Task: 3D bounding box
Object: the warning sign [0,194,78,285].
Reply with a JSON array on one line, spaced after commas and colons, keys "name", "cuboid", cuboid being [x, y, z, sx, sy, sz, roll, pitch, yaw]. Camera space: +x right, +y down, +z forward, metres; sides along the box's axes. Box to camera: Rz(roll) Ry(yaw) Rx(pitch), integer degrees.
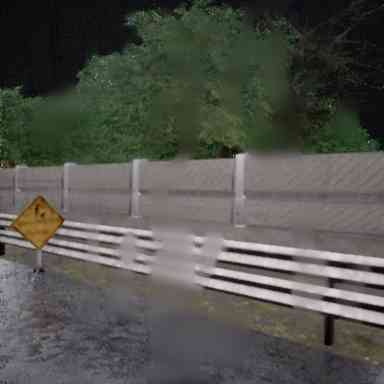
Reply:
[{"name": "warning sign", "cuboid": [-3.540, 0.982, 7.692, 1.060, 1.860, 1.300, 0, 1, 36]}]
